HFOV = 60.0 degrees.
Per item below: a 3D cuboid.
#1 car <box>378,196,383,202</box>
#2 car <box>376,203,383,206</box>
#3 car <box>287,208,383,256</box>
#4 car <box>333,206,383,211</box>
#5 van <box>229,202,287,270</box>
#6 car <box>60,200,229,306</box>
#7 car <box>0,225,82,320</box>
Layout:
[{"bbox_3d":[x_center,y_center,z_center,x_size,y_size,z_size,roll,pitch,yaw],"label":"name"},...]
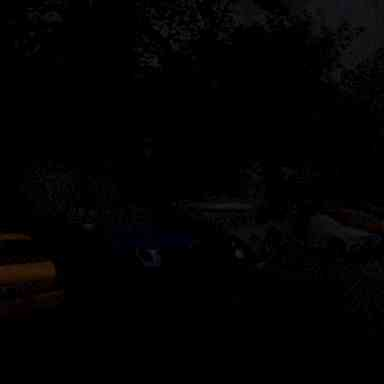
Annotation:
[{"bbox_3d":[13.997,1.266,20.033,2.435,2.045,5.566,0,0,-36],"label":"car"},{"bbox_3d":[9.444,1.521,16.823,2.231,1.521,4.892,0,0,-36],"label":"car"},{"bbox_3d":[4.913,1.561,13.583,2.002,1.452,4.674,0,0,-36],"label":"car"},{"bbox_3d":[7.178,1.520,15.204,2.097,1.535,5.008,0,0,-36],"label":"car"},{"bbox_3d":[0.449,1.294,10.251,1.878,1.987,4.442,0,0,-36],"label":"van"},{"bbox_3d":[-1.869,1.269,8.704,2.435,2.045,5.566,0,0,-36],"label":"car"},{"bbox_3d":[-4.259,1.518,7.259,1.946,1.575,5.366,0,0,-36],"label":"car"}]
